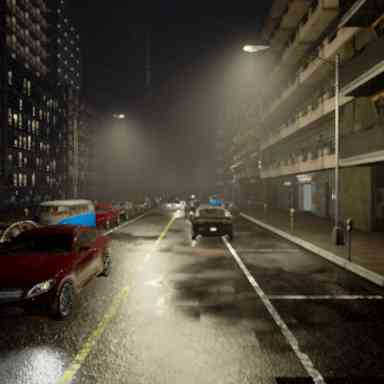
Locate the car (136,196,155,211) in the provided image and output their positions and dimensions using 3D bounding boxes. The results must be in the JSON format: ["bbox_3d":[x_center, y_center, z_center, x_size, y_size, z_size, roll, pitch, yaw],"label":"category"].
[{"bbox_3d":[-5.687,1.287,37.251,1.967,1.590,4.097,0,0,0],"label":"car"}]

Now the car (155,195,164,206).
[{"bbox_3d":[-5.684,1.359,48.296,2.008,1.369,4.403,0,0,0],"label":"car"}]

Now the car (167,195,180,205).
[{"bbox_3d":[-2.990,1.331,55.585,2.033,1.411,5.357,0,0,0],"label":"car"}]

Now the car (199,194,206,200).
[{"bbox_3d":[2.704,1.215,87.124,1.752,1.417,4.829,0,0,0],"label":"car"}]

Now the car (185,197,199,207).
[{"bbox_3d":[0.009,1.406,49.274,1.895,1.301,4.718,0,0,0],"label":"car"}]

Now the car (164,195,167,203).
[{"bbox_3d":[-5.683,1.341,53.819,2.008,1.369,4.403,0,0,0],"label":"car"}]

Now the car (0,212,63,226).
[{"bbox_3d":[-5.691,1.509,9.637,2.008,1.369,4.403,0,0,0],"label":"car"}]

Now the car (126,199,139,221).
[{"bbox_3d":[-5.688,1.454,26.205,1.947,1.339,4.313,0,0,0],"label":"car"}]

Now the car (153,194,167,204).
[{"bbox_3d":[-5.683,1.212,59.342,1.967,1.590,4.097,0,0,0],"label":"car"}]

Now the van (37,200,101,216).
[{"bbox_3d":[-5.691,1.275,15.158,1.690,1.788,3.998,0,0,0],"label":"van"}]

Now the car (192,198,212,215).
[{"bbox_3d":[0.906,1.390,32.534,1.812,1.442,4.674,0,0,0],"label":"car"}]

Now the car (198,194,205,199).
[{"bbox_3d":[2.704,1.202,92.647,1.752,1.417,4.829,0,0,0],"label":"car"}]

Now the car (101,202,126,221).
[{"bbox_3d":[-5.689,1.455,20.682,1.887,1.381,4.507,0,0,0],"label":"car"}]

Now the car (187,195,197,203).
[{"bbox_3d":[0.015,1.320,64.378,1.994,1.385,4.181,0,0,0],"label":"car"}]

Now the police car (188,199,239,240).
[{"bbox_3d":[0.903,1.353,16.643,1.930,1.638,5.238,0,0,0],"label":"police car"}]

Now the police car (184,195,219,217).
[{"bbox_3d":[0.468,1.312,26.542,1.930,1.638,5.238,0,0,-8],"label":"police car"}]

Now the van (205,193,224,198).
[{"bbox_3d":[2.694,1.187,37.248,1.690,1.788,3.998,0,0,0],"label":"van"}]

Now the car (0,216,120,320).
[{"bbox_3d":[-3.100,1.493,7.390,1.812,1.442,4.674,0,0,0],"label":"car"}]

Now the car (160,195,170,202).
[{"bbox_3d":[-5.680,1.302,70.388,1.947,1.339,4.313,0,0,0],"label":"car"}]
